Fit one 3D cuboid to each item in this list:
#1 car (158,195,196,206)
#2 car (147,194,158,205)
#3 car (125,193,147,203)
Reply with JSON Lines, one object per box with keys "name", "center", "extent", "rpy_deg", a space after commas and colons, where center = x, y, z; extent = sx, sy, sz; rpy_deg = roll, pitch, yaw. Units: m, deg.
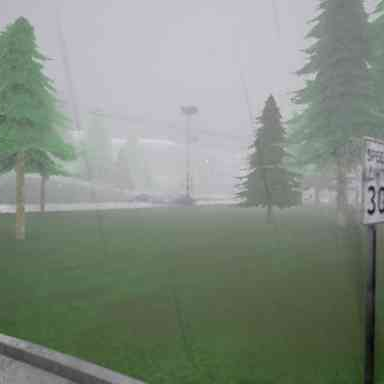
{"name": "car", "center": [-1.593, 1.081, 43.906], "extent": [4.902, 1.511, 2.128], "rpy_deg": [0, 1, -44]}
{"name": "car", "center": [-3.544, 1.113, 45.667], "extent": [4.181, 1.385, 1.994], "rpy_deg": [0, 1, -41]}
{"name": "car", "center": [-7.950, 0.950, 51.106], "extent": [4.892, 1.490, 1.837], "rpy_deg": [1, 0, -41]}
